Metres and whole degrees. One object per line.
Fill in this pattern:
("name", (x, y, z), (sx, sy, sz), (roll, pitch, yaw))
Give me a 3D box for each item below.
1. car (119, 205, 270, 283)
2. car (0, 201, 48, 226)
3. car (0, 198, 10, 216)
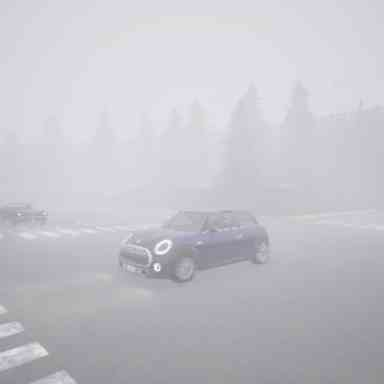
("car", (0.212, 1.261, 9.524), (4.553, 1.767, 2.097), (0, 0, -42))
("car", (-10.915, 1.363, 21.386), (1.895, 1.301, 4.718), (0, 0, -42))
("car", (-17.058, 1.248, 27.944), (4.181, 1.385, 1.994), (1, 0, 45))
